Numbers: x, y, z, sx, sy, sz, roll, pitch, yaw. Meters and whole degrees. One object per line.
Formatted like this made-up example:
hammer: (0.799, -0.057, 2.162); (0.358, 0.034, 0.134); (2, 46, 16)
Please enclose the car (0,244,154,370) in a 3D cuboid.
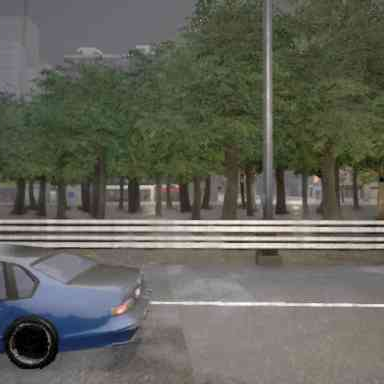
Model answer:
car: (-3.324, 1.560, 5.126); (5.357, 1.411, 2.033); (0, 0, 2)
